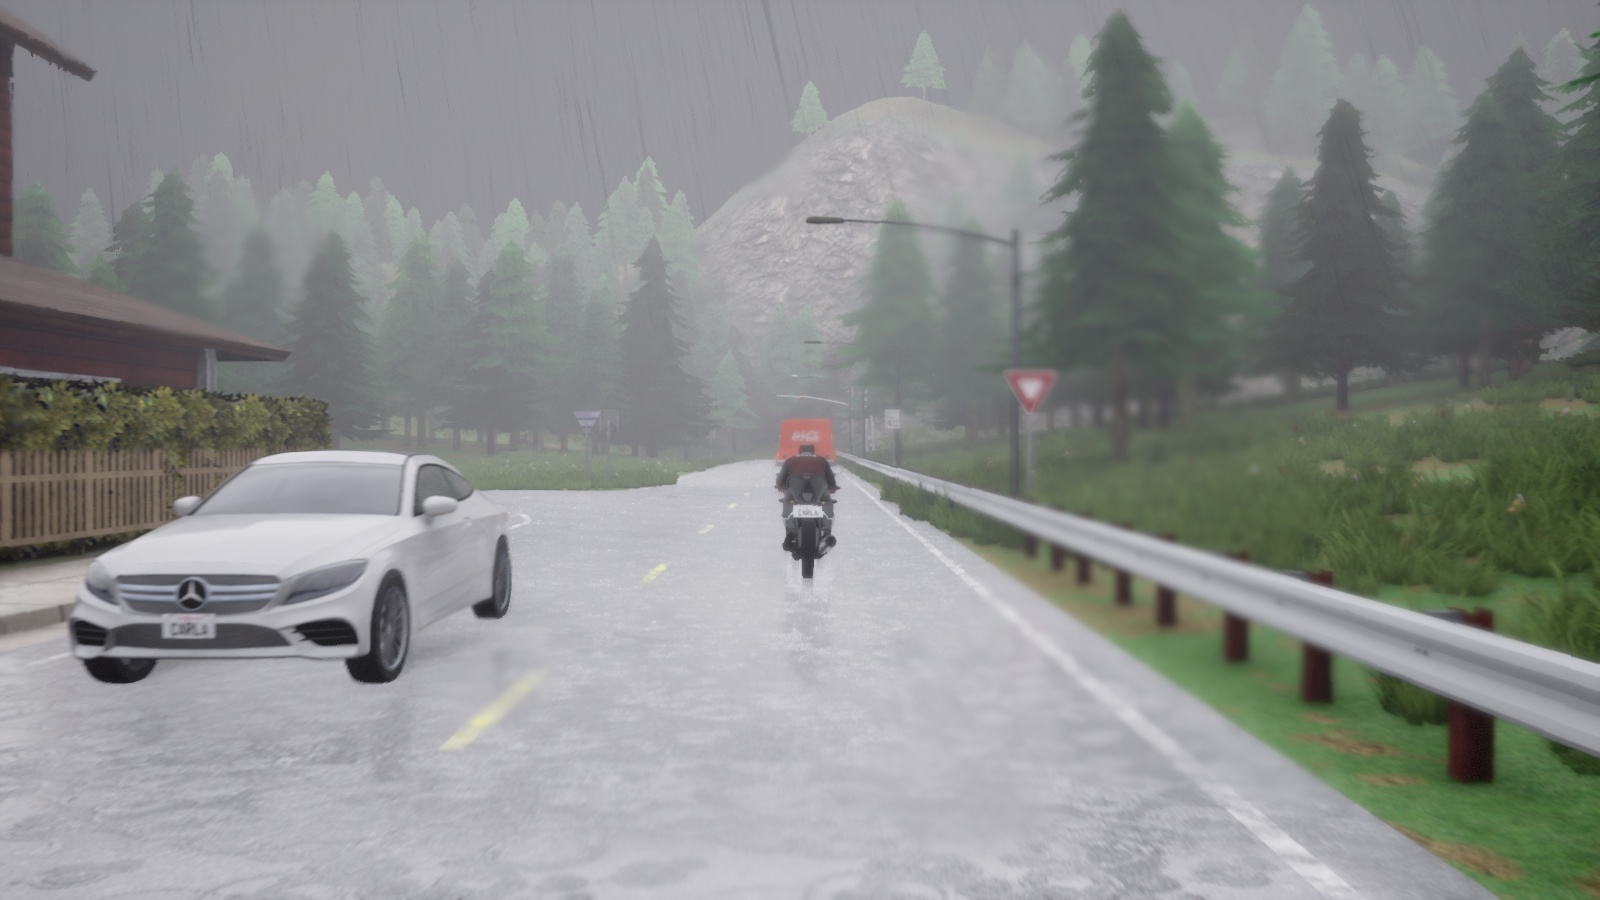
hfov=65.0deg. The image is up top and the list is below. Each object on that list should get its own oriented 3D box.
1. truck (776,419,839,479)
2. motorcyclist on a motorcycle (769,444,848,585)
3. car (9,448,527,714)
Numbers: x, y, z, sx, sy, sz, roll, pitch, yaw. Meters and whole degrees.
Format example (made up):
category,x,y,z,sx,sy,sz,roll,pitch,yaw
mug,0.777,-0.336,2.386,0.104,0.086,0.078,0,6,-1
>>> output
category,x,y,z,sx,sy,sz,roll,pitch,yaw
truck,0.324,-0.053,54.640,2.627,2.467,5.204,0,0,0
motorcyclist on a motorcycle,0.099,0.697,14.808,0.866,1.530,2.191,0,0,0
car,-3.432,0.717,9.243,1.812,1.442,4.674,0,0,0
